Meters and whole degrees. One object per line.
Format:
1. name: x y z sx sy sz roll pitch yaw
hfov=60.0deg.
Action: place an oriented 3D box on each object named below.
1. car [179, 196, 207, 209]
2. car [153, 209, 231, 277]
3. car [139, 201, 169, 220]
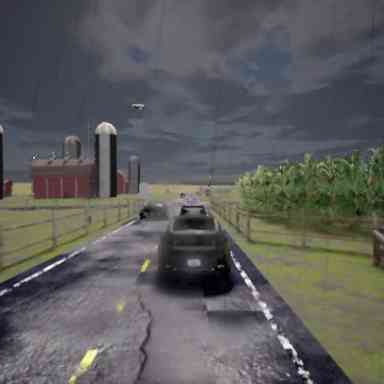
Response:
1. car: 0.072 1.333 25.277 2.128 1.511 4.902 0 0 0
2. car: 0.072 1.435 10.043 1.837 1.490 4.892 0 -1 1
3. car: -2.846 1.403 25.785 1.994 1.385 4.181 0 0 0
